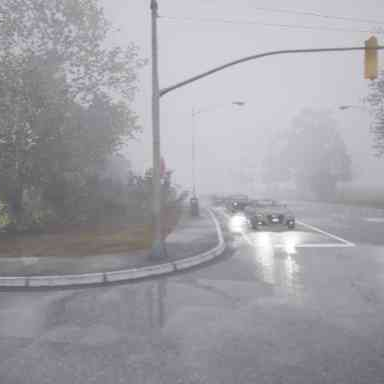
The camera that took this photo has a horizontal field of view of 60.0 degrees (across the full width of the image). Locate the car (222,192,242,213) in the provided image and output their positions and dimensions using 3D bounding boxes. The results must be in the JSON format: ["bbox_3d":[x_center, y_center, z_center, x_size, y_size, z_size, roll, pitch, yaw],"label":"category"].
[{"bbox_3d":[3.902,0.946,27.100,1.895,1.301,4.718,-1,1,-2],"label":"car"}]

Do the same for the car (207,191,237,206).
[{"bbox_3d":[3.279,0.751,37.246,1.882,1.535,5.008,-1,0,-6],"label":"car"}]

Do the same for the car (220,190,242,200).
[{"bbox_3d":[6.613,0.528,56.929,1.882,1.535,5.008,-1,1,-17],"label":"car"}]

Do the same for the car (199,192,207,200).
[{"bbox_3d":[2.907,0.678,57.098,2.033,1.411,5.357,-1,1,-21],"label":"car"}]

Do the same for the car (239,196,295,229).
[{"bbox_3d":[3.853,1.058,17.155,1.994,1.385,4.181,-1,1,1],"label":"car"}]
